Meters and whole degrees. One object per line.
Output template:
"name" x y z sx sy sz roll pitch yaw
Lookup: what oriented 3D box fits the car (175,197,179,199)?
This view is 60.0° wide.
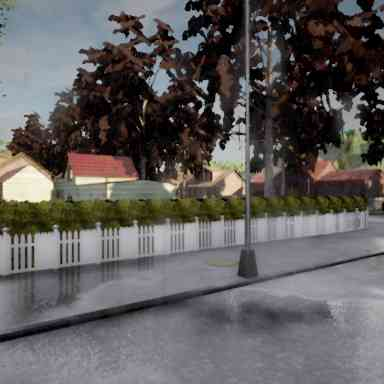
"car" -3.294 1.500 57.279 1.812 1.442 4.674 0 0 -35
